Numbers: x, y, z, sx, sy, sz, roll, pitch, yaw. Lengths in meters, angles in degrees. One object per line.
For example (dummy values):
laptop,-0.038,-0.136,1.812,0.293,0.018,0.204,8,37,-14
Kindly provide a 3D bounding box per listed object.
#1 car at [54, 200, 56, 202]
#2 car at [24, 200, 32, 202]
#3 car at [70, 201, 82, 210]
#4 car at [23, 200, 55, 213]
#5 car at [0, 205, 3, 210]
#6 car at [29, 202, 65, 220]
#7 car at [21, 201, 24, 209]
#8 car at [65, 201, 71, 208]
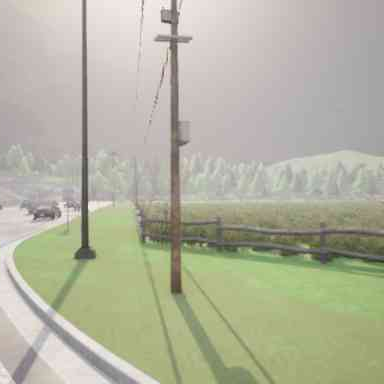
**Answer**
car,-27.640,2.269,65.079,2.033,1.411,5.357,0,-1,-11
car,-25.683,2.278,54.844,1.837,1.490,4.892,0,-1,-11
car,-18.664,2.335,55.941,1.895,1.301,4.718,0,-1,-11
car,-19.820,2.155,43.337,2.033,1.411,5.357,0,-1,-11
car,-32.778,2.347,54.703,1.812,1.442,4.674,0,0,-11
car,-14.262,1.981,32.898,1.812,1.442,4.674,0,-1,-11
car,-30.833,2.254,63.214,2.097,1.767,4.553,0,-1,-11
car,-24.219,2.410,66.233,1.812,1.442,4.674,0,-1,-11
